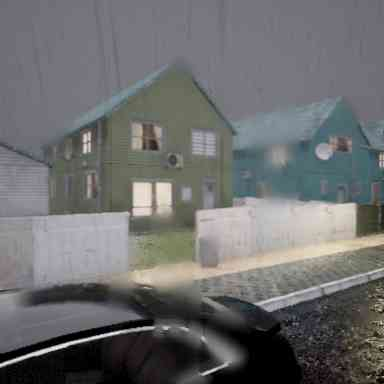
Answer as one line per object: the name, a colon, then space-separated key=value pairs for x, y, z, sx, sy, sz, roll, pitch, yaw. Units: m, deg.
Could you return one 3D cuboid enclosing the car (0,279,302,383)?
car: x=-1.333 y=1.506 z=2.110 sx=4.892 sy=1.490 sz=1.837 roll=0 pitch=0 yaw=-35
